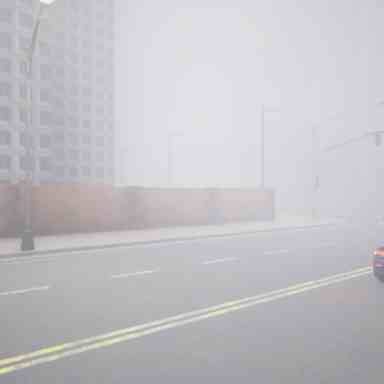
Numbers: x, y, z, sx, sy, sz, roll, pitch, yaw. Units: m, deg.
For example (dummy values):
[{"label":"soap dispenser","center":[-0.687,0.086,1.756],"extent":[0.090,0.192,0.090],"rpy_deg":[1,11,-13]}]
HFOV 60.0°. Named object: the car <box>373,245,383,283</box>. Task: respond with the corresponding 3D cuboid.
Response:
[{"label":"car","center":[6.338,1.548,8.329],"extent":[4.674,1.442,1.812],"rpy_deg":[0,0,-35]}]
